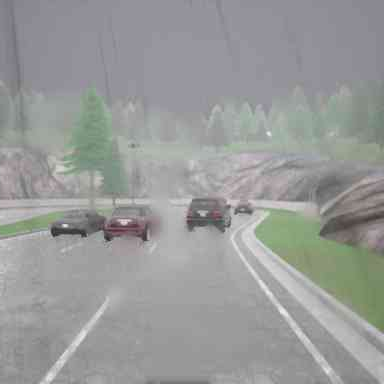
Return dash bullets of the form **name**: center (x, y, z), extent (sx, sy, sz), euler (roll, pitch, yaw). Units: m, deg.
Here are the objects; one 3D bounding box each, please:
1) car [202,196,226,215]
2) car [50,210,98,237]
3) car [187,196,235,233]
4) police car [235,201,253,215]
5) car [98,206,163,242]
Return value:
- **car**: center (2.723, 1.512, 39.748), extent (2.150, 2.045, 5.566), euler (0, -1, 11)
- **car**: center (-6.192, 1.706, 18.948), extent (1.994, 1.385, 4.181), euler (0, 0, 8)
- **car**: center (1.184, 1.377, 20.967), extent (2.150, 2.045, 5.566), euler (0, 0, 12)
- **police car**: center (6.067, 1.790, 38.675), extent (2.038, 1.542, 4.974), euler (0, -1, 12)
- **car**: center (-2.892, 1.482, 17.378), extent (2.097, 1.767, 4.553), euler (0, 0, 6)
